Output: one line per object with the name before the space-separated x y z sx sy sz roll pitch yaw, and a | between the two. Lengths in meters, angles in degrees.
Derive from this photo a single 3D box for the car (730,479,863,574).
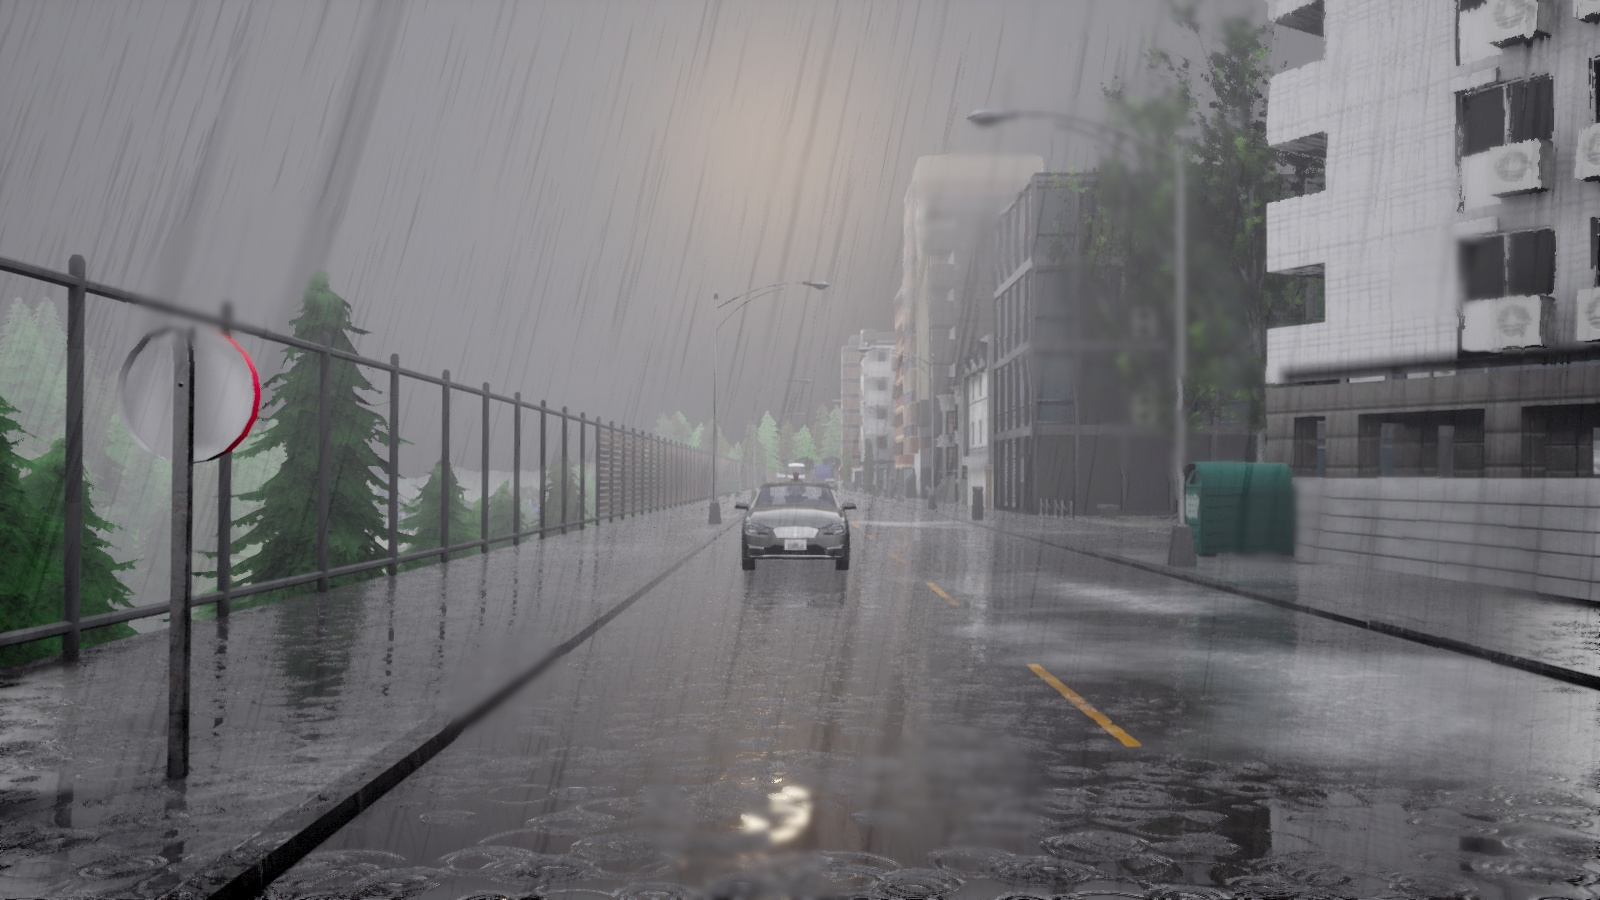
car | -0.065 1.285 22.647 2.128 1.511 4.902 0 -1 0
